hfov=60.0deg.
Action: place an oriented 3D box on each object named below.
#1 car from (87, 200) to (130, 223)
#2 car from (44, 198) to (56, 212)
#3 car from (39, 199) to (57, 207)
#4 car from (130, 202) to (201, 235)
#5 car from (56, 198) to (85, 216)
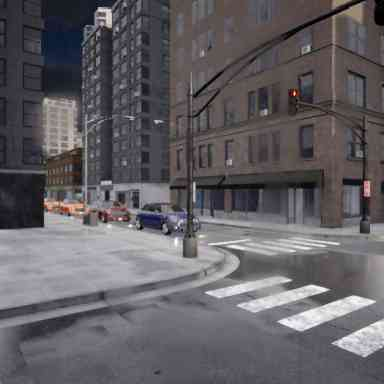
[{"bbox_3d":[-6.665,1.460,26.768,2.097,1.767,4.553,0,0,-35],"label":"car"},{"bbox_3d":[-17.866,1.543,42.521,2.097,1.767,4.553,0,0,-35],"label":"car"},{"bbox_3d":[-24.768,1.863,57.201,1.895,1.301,4.718,0,0,-35],"label":"car"},{"bbox_3d":[-1.470,1.420,19.482,2.097,1.767,4.553,0,0,-38],"label":"car"},{"bbox_3d":[-12.260,1.502,34.640,2.097,1.767,4.553,0,0,-35],"label":"car"}]
